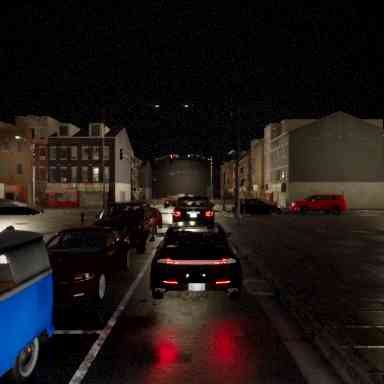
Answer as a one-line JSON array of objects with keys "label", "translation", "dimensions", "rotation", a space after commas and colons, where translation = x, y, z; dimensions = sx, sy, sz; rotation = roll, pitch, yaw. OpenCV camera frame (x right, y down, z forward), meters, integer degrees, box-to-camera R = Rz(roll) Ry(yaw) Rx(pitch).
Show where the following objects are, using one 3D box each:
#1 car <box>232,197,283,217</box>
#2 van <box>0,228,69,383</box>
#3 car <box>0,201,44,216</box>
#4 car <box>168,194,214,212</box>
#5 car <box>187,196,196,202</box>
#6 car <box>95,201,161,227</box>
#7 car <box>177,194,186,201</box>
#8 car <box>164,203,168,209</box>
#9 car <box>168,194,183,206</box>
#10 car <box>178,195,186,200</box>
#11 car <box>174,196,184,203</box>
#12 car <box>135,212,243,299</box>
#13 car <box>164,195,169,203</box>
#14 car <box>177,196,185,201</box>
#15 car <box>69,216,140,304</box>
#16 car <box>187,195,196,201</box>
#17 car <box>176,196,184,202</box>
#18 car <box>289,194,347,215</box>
[{"label": "car", "translation": [6.025, 1.379, 30.916], "dimensions": [4.553, 1.767, 2.097], "rotation": [0, 0, 0]}, {"label": "van", "translation": [-2.648, 1.341, 2.769], "dimensions": [1.690, 1.788, 3.998], "rotation": [0, 0, 0]}, {"label": "car", "translation": [-16.725, 1.552, 30.918], "dimensions": [5.357, 1.411, 2.033], "rotation": [0, 0, 0]}, {"label": "car", "translation": [0.072, 1.223, 18.593], "dimensions": [2.150, 2.045, 5.566], "rotation": [0, 0, 0]}, {"label": "car", "translation": [-0.117, 1.649, 76.229], "dimensions": [1.895, 1.301, 4.718], "rotation": [0, 0, 0]}, {"label": "car", "translation": [-2.665, 1.315, 13.637], "dimensions": [2.192, 1.841, 5.009], "rotation": [0, 0, 0]}, {"label": "car", "translation": [-2.782, 1.400, 88.896], "dimensions": [2.192, 1.841, 5.009], "rotation": [0, 0, 0]}, {"label": "car", "translation": [-2.672, 1.546, 19.071], "dimensions": [1.887, 1.381, 4.507], "rotation": [0, 0, 0]}, {"label": "car", "translation": [-2.731, 1.345, 56.335], "dimensions": [2.192, 1.841, 5.009], "rotation": [0, 0, 0]}, {"label": "car", "translation": [-2.789, 1.536, 94.323], "dimensions": [1.967, 1.590, 4.097], "rotation": [0, 0, 0]}, {"label": "car", "translation": [-2.755, 1.605, 72.615], "dimensions": [2.008, 1.369, 4.403], "rotation": [0, 0, 0]}, {"label": "car", "translation": [0.086, 1.491, 8.400], "dimensions": [2.128, 1.511, 4.902], "rotation": [0, 0, 0]}, {"label": "car", "translation": [-2.714, 1.333, 45.481], "dimensions": [2.192, 1.841, 5.009], "rotation": [0, 0, 0]}, {"label": "car", "translation": [-2.771, 1.640, 83.469], "dimensions": [1.947, 1.339, 4.313], "rotation": [0, 0, 0]}, {"label": "car", "translation": [-2.655, 1.544, 8.203], "dimensions": [1.887, 1.381, 4.507], "rotation": [0, 0, 0]}, {"label": "car", "translation": [-0.132, 1.437, 86.201], "dimensions": [2.128, 1.511, 4.902], "rotation": [0, 0, 0]}, {"label": "car", "translation": [-2.763, 1.589, 77.872], "dimensions": [1.752, 1.417, 4.829], "rotation": [0, 0, 0]}, {"label": "car", "translation": [12.789, 1.238, 33.864], "dimensions": [5.566, 2.045, 2.150], "rotation": [0, 0, 0]}]
